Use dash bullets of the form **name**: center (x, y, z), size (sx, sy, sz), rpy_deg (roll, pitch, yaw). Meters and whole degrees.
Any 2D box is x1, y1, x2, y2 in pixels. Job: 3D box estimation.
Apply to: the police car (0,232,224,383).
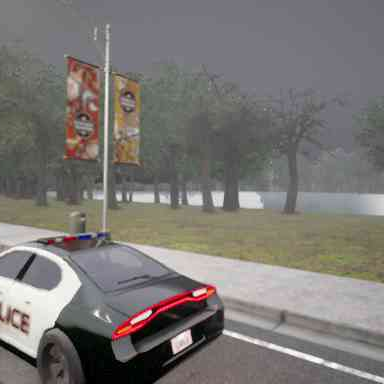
- **police car**: center (-2.056, 1.415, 5.078), size (4.974, 1.542, 2.038), rpy_deg (1, 1, 36)
